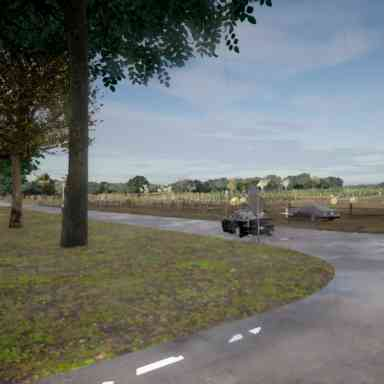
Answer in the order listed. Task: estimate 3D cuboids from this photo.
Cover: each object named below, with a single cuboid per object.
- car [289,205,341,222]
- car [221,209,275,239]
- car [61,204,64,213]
[{"bbox_3d":[10.869,1.848,29.803,2.033,1.411,5.357,0,-1,-15],"label":"car"},{"bbox_3d":[3.128,1.762,19.652,1.882,1.535,5.008,-5,0,-11],"label":"car"},{"bbox_3d":[-18.419,2.449,50.192,1.837,1.490,4.892,-1,0,-35],"label":"car"}]
